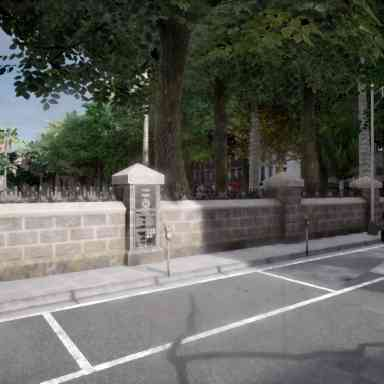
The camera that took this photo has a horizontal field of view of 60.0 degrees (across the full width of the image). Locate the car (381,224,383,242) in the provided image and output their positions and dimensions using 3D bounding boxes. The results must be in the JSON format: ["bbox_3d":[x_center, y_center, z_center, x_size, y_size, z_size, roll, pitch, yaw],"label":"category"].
[{"bbox_3d":[9.670,1.310,13.439,5.009,1.841,2.192,0,0,-36],"label":"car"}]
